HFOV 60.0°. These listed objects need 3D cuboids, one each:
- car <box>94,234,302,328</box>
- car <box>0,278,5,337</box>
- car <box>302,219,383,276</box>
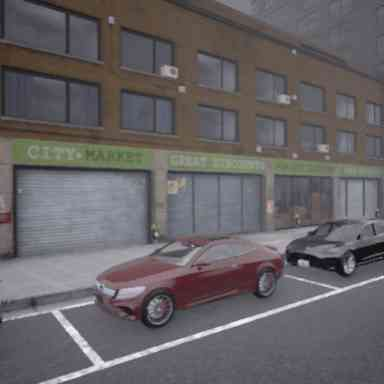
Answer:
[{"bbox_3d":[0.145,1.565,6.871,4.206,1.307,1.802,0,0,-36],"label":"car"},{"bbox_3d":[-4.468,1.574,3.578,4.313,1.339,1.947,0,0,-36],"label":"car"},{"bbox_3d":[4.759,1.523,10.164,4.313,1.339,1.947,0,0,-36],"label":"car"}]
